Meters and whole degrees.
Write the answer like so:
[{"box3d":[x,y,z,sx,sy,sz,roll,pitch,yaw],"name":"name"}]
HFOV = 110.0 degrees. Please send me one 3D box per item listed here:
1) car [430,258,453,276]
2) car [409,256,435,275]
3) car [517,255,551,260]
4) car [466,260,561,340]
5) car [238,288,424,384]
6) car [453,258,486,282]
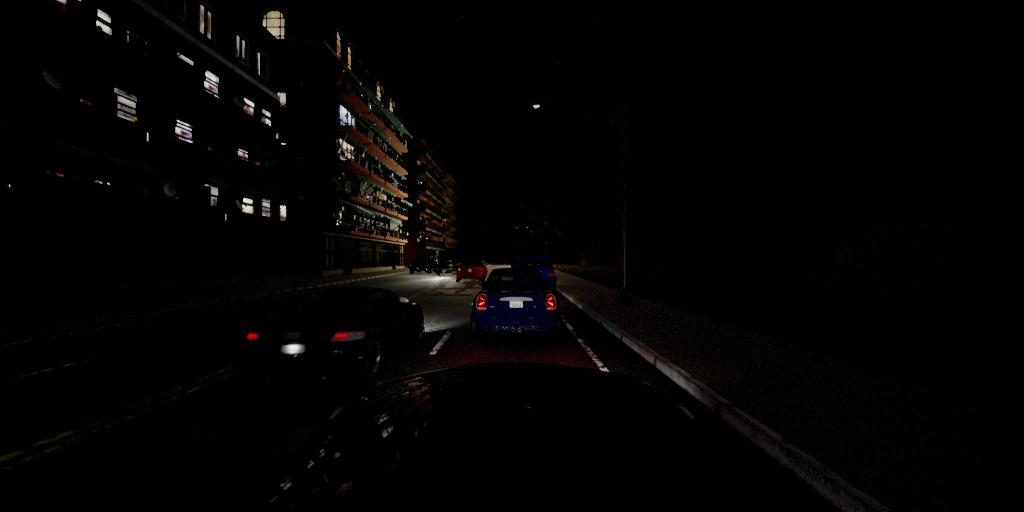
[{"box3d":[-6.607,1.243,37.223,2.128,1.511,4.902,0,0,0],"name":"car"},{"box3d":[-9.859,0.973,40.209,2.150,2.045,5.566,0,0,0],"name":"car"},{"box3d":[1.132,0.977,19.725,2.150,2.045,5.566,0,0,0],"name":"car"},{"box3d":[0.095,1.103,10.150,2.097,1.767,4.553,0,0,0],"name":"car"},{"box3d":[-3.153,1.314,7.172,1.994,1.385,4.181,0,0,0],"name":"car"},{"box3d":[-3.160,1.103,29.023,2.097,1.767,4.553,0,0,0],"name":"car"}]
